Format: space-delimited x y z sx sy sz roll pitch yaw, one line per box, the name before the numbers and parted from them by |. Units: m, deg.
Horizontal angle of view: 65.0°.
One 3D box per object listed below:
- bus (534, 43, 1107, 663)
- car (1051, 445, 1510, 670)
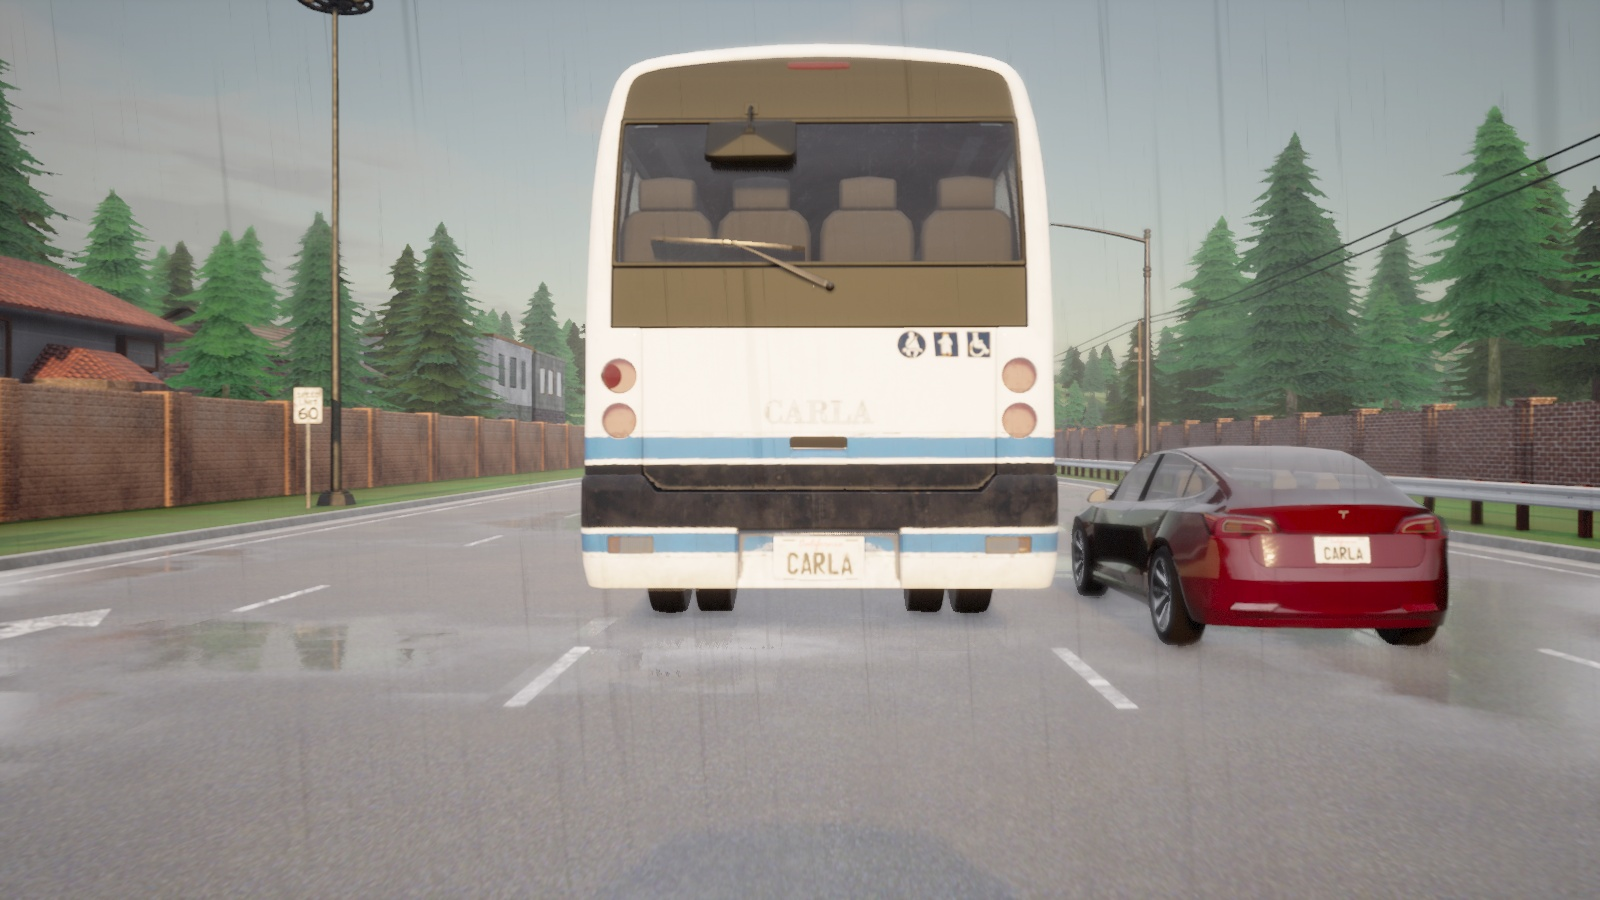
bus | 0.223 -0.686 13.794 3.944 4.253 10.273 0 0 1
car | 3.670 0.706 10.749 2.163 1.488 4.792 0 0 1
